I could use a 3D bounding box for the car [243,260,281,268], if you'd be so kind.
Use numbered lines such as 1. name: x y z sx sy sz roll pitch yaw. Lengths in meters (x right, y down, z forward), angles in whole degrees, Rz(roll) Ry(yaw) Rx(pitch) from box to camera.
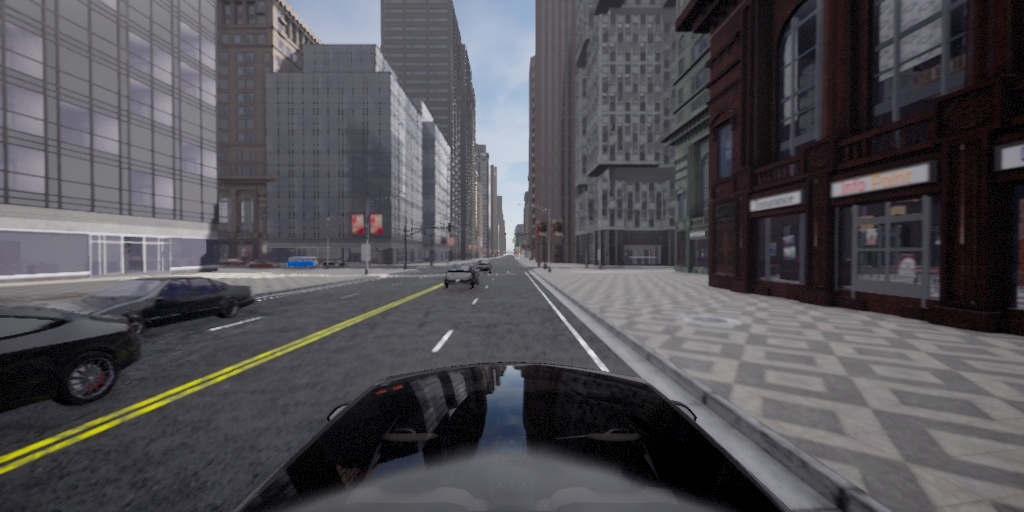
1. car: -36.181 1.228 52.479 4.207 1.307 1.802 0 0 0

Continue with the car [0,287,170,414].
1. car: -6.597 1.276 3.587 1.812 1.442 4.674 0 0 0

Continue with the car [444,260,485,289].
1. car: -3.143 1.234 23.196 2.128 1.511 4.902 0 0 0

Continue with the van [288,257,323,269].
1. van: -30.532 1.016 52.473 3.998 1.789 1.690 0 0 0

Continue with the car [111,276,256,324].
1. car: -9.839 1.295 10.083 2.033 1.411 5.357 0 0 0

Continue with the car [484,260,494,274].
1. car: -3.137 1.240 40.584 1.837 1.490 4.892 0 -1 0
